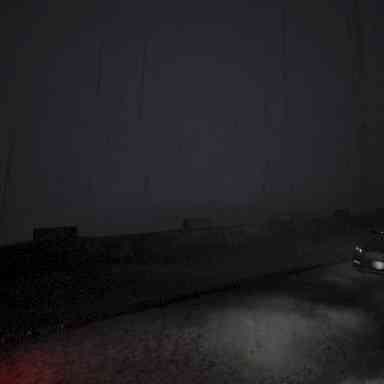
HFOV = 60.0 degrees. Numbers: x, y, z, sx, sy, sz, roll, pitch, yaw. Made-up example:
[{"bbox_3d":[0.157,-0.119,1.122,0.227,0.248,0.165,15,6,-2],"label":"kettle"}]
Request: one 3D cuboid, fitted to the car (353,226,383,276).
[{"bbox_3d":[6.454,1.492,9.437,4.902,1.511,2.128,0,0,-37],"label":"car"}]
